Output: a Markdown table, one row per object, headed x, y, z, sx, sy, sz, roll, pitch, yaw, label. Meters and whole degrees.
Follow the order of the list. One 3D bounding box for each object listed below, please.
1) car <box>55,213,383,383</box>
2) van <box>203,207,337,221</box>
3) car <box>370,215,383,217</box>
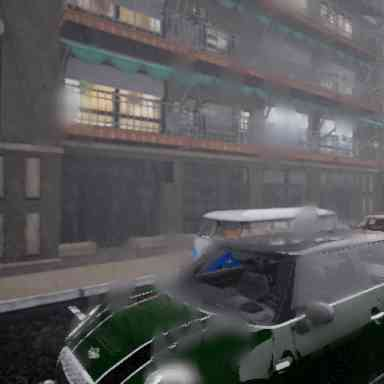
| x | y | z | sx | sy | sz | roll | pitch | yaw | label |
| --- | --- | --- | --- | --- | --- | --- | --- | --- | --- |
| 0.871 | 1.330 | 3.881 | 4.553 | 1.767 | 2.097 | -1 | 0 | -36 | car |
| 1.856 | 1.296 | 7.879 | 3.998 | 1.788 | 1.690 | -1 | 1 | -36 | van |
| 6.465 | 1.453 | 11.186 | 4.507 | 1.381 | 1.887 | -1 | 1 | -36 | car |
